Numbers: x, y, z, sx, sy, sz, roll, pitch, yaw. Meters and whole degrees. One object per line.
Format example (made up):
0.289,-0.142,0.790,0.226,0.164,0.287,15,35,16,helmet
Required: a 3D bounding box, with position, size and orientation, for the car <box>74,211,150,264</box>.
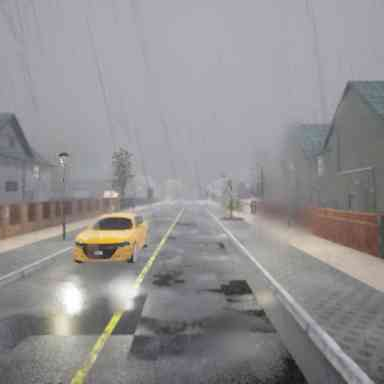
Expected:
-2.736,1.523,12.258,1.882,1.535,5.008,0,0,0,car
